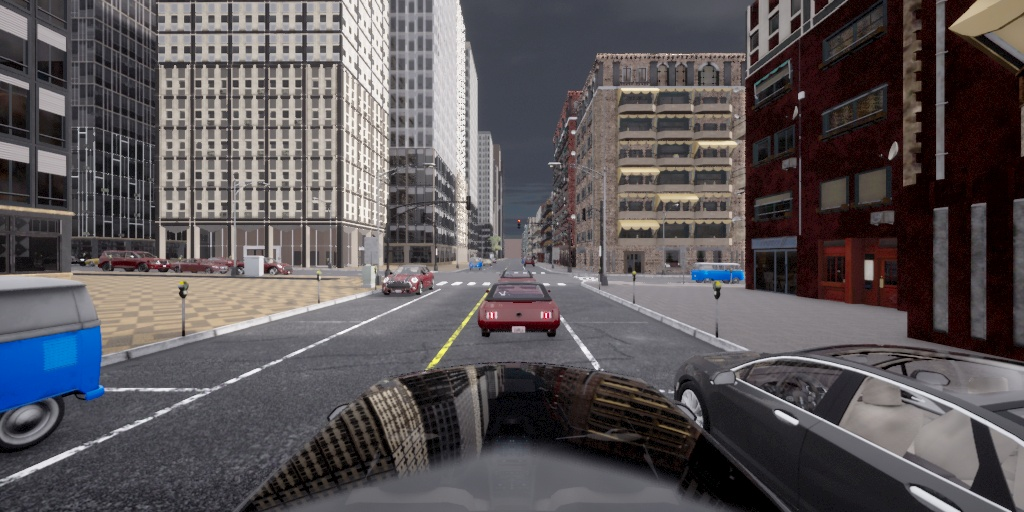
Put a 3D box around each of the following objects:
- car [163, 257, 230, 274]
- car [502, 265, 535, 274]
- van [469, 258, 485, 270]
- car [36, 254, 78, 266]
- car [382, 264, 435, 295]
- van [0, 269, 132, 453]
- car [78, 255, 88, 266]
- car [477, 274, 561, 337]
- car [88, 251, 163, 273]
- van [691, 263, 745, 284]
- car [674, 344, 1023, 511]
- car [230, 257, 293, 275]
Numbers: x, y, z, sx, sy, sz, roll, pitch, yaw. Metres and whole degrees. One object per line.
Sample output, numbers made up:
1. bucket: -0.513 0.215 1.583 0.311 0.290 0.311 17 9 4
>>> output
1. car: -26.461 0.863 30.421 4.207 1.307 1.802 0 0 0
2. car: 0.248 1.357 19.391 1.895 1.301 4.718 0 0 0
3. van: -5.231 1.116 51.946 1.690 1.789 3.998 0 0 1
4. car: -48.768 0.407 38.958 4.313 1.339 1.948 0 0 0
5. car: -5.530 1.196 19.474 1.967 1.591 4.097 0 0 1
6. van: -5.685 1.091 2.529 1.690 1.789 3.998 0 0 1
7. car: -43.362 0.474 38.921 4.829 1.417 1.751 0 0 0
8. car: 0.176 1.353 10.222 1.895 1.301 4.718 0 0 1
9. car: -32.035 0.488 30.460 5.009 1.841 2.192 0 0 0
10. van: 17.170 1.463 29.982 3.998 1.789 1.690 0 0 0
11. car: 2.695 1.301 2.451 2.007 1.370 4.403 0 0 1
12. car: -20.887 0.828 30.383 4.097 1.591 1.967 0 0 0
